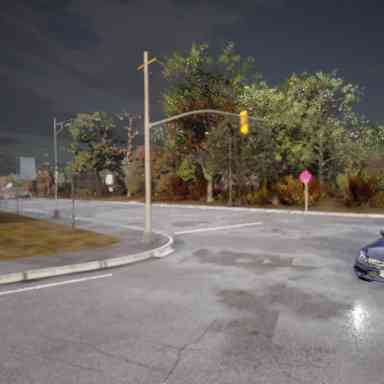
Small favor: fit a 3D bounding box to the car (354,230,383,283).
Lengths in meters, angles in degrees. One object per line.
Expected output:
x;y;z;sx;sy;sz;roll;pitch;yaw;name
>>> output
5.834;1.355;8.047;4.674;1.442;1.812;-1;1;-36;car
